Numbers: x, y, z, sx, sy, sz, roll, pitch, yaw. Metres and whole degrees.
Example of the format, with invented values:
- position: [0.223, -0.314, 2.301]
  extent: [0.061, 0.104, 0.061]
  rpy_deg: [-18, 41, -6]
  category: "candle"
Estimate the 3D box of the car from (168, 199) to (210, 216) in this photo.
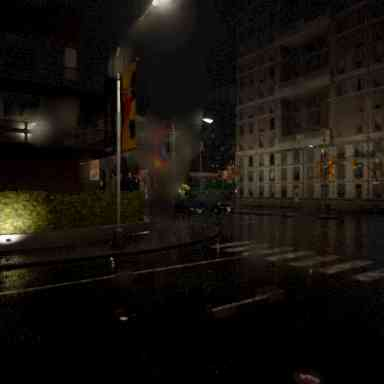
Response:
- position: [-0.621, 1.511, 32.112]
  extent: [1.812, 1.442, 4.674]
  rpy_deg: [0, 0, -35]
  category: "car"

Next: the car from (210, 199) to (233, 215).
- position: [2.169, 1.474, 34.229]
  extent: [2.128, 1.511, 4.902]
  rpy_deg: [0, 0, -35]
  category: "car"
